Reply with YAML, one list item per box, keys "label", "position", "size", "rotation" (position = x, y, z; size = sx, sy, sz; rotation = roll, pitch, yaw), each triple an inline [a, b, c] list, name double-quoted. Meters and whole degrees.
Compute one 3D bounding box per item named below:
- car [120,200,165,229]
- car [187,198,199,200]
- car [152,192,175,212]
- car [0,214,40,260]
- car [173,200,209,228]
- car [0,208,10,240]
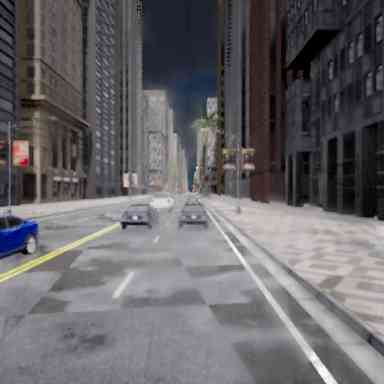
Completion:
- label: "car"
  position: [-3.137, 1.442, 20.815]
  size: [2.033, 1.411, 5.357]
  rotation: [0, 0, 0]
- label: "car"
  position: [0.114, 1.373, 37.761]
  size: [1.994, 1.385, 4.181]
  rotation: [0, 0, 0]
- label: "car"
  position: [-3.135, 1.041, 36.098]
  size: [2.150, 2.045, 5.566]
  rotation: [0, 1, 0]
- label: "car"
  position: [-6.533, 1.426, 10.164]
  size: [1.882, 1.535, 5.008]
  rotation: [0, 1, 1]
- label: "car"
  position: [0.106, 1.439, 21.193]
  size: [2.033, 1.411, 5.357]
  rotation: [0, 0, 0]
- label: "car"
  position: [-9.744, 1.493, 13.872]
  size: [1.994, 1.385, 4.181]
  rotation: [0, 0, 0]
